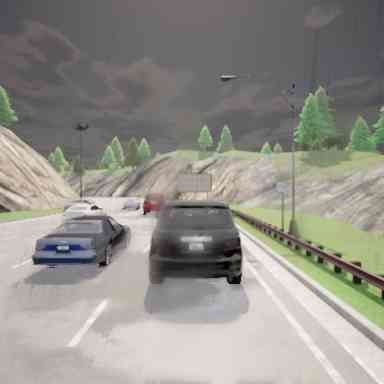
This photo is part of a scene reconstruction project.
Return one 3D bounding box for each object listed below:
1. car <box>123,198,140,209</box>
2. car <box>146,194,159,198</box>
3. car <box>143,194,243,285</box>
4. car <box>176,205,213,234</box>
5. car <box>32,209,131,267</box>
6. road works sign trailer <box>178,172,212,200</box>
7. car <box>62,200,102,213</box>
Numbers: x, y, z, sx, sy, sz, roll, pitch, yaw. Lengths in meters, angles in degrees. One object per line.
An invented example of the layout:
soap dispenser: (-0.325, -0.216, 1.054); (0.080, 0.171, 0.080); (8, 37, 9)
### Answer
car: (-7.698, 1.445, 42.430); (1.812, 1.442, 4.674); (0, 0, -6)
car: (-3.553, 1.160, 33.111); (2.150, 2.045, 5.566); (0, 0, -2)
car: (0.088, 1.205, 9.556); (2.150, 2.045, 5.566); (0, 0, 0)
car: (0.110, 1.520, 19.843); (1.994, 1.385, 4.181); (0, 0, -1)
car: (-3.415, 1.526, 11.318); (2.033, 1.411, 5.357); (0, 0, 0)
road works sign trailer: (0.185, 0.420, 23.338); (2.380, 3.560, 2.880); (0, 0, 0)
car: (-6.927, 1.485, 21.568); (1.812, 1.442, 4.674); (0, 0, 0)
